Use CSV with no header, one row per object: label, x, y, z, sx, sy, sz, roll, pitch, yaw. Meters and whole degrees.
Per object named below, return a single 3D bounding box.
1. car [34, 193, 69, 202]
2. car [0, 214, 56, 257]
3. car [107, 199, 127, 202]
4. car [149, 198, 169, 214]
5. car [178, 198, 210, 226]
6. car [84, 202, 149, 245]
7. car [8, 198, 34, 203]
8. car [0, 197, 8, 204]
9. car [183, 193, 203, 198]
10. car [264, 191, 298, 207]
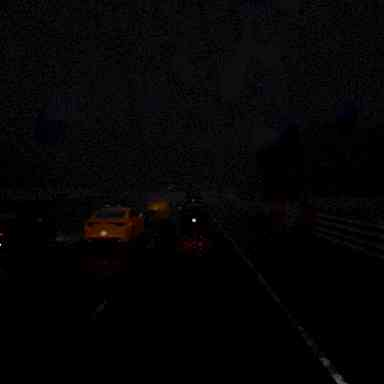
car,-17.448,1.168,42.373,2.150,2.045,5.566,0,0,0
car,-6.884,1.516,12.793,1.994,1.385,4.181,0,0,0
car,-6.862,1.371,30.737,2.128,1.511,4.902,0,0,0
car,-3.359,1.347,33.407,1.882,1.535,5.008,0,0,0
car,0.128,1.420,22.358,1.837,1.490,4.892,0,1,0
car,-3.381,1.420,15.236,1.882,1.535,5.008,0,0,0
car,-20.948,1.454,42.376,1.895,1.301,4.718,0,0,0
car,-24.448,1.391,42.410,2.033,1.411,5.357,0,0,0
car,0.145,1.071,39.987,2.150,2.045,5.566,0,0,0
car,11.917,0.930,44.984,2.150,2.045,5.566,0,0,-20
